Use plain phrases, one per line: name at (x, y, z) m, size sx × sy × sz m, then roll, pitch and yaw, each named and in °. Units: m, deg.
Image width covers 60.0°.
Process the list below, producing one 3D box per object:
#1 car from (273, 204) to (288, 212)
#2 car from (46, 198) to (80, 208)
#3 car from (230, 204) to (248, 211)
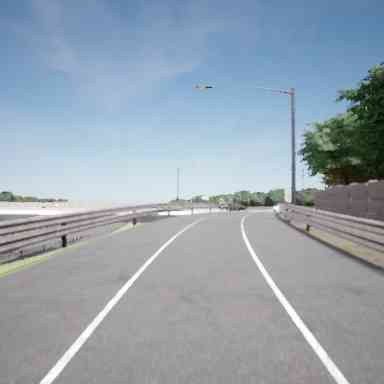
car at (23.353, 4.142, 87.527) m, size 2.150 × 2.045 × 5.566 m, roll -3°, pitch -4°, yaw 42°
car at (-22.121, 2.170, 57.306) m, size 5.566 × 2.045 × 2.150 m, roll 1°, pitch -3°, yaw -20°
car at (10.734, 3.521, 75.565) m, size 4.553 × 1.767 × 2.097 m, roll 3°, pitch -4°, yaw -40°
